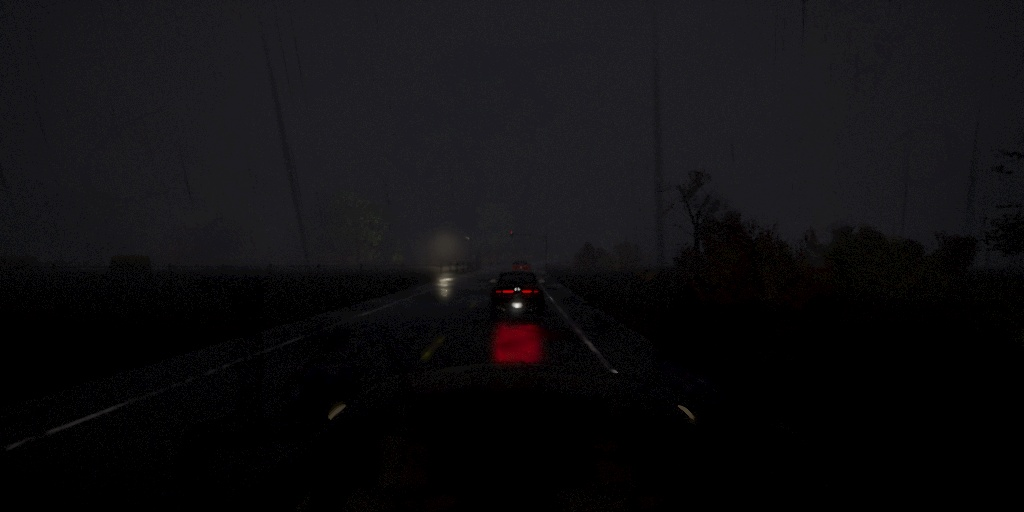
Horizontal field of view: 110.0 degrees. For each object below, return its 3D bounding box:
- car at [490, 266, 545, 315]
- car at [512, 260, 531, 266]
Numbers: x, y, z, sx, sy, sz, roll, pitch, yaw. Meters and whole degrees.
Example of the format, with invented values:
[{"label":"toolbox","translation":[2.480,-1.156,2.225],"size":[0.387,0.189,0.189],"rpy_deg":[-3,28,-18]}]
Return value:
[{"label":"car","translation":[0.211,1.304,13.792],"size":[1.837,1.490,4.892],"rpy_deg":[0,0,1]},{"label":"car","translation":[1.088,1.250,41.501],"size":[2.097,1.767,4.553],"rpy_deg":[0,0,3]}]
